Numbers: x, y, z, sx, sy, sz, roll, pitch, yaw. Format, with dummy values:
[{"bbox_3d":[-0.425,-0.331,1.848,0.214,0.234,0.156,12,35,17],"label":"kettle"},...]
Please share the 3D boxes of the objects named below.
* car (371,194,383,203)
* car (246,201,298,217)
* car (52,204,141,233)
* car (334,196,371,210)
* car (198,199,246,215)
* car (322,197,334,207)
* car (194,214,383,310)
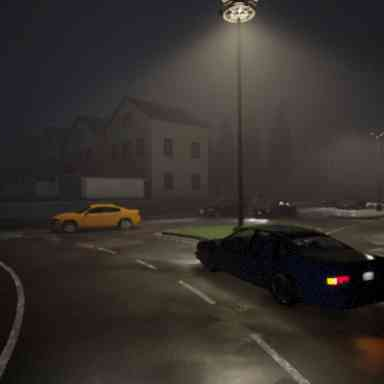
[{"bbox_3d":[29.354,1.077,53.168,4.181,1.385,1.994,-1,0,-44],"label":"car"},{"bbox_3d":[6.772,1.403,26.980,4.181,1.385,1.994,-1,0,-39],"label":"car"},{"bbox_3d":[-5.559,1.470,19.613,5.008,1.535,1.882,0,0,-23],"label":"car"},{"bbox_3d":[18.162,1.209,37.528,4.674,1.442,1.812,-1,0,-44],"label":"car"},{"bbox_3d":[2.703,1.369,28.194,4.902,1.511,2.128,-1,0,-38],"label":"car"},{"bbox_3d":[18.617,1.262,42.826,4.718,1.301,1.895,-1,0,-44],"label":"car"},{"bbox_3d":[1.944,1.499,7.970,2.033,1.411,5.357,-1,0,-26],"label":"car"}]
